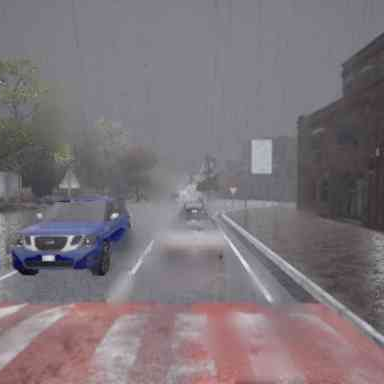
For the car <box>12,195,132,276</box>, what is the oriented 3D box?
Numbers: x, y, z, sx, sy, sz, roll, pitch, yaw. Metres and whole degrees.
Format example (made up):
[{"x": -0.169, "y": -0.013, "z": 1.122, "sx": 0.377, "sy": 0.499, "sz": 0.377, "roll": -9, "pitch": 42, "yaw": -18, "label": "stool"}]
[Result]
[{"x": -3.339, "y": 1.172, "z": 10.519, "sx": 2.150, "sy": 2.045, "sz": 5.566, "roll": 0, "pitch": 0, "yaw": 0, "label": "car"}]

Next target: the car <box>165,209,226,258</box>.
[{"x": 0.099, "y": 1.541, "z": 12.390, "sx": 1.895, "sy": 1.301, "sz": 4.718, "roll": 0, "pitch": 0, "yaw": 0, "label": "car"}]

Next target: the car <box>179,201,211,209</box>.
[{"x": 0.171, "y": 1.391, "z": 22.642, "sx": 1.837, "sy": 1.490, "sz": 4.892, "roll": 0, "pitch": 0, "yaw": 2, "label": "car"}]

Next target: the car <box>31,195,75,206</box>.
[{"x": -20.034, "y": 1.162, "z": 48.086, "sx": 5.357, "sy": 1.411, "sz": 2.033, "roll": 2, "pitch": 1, "yaw": -43, "label": "car"}]
